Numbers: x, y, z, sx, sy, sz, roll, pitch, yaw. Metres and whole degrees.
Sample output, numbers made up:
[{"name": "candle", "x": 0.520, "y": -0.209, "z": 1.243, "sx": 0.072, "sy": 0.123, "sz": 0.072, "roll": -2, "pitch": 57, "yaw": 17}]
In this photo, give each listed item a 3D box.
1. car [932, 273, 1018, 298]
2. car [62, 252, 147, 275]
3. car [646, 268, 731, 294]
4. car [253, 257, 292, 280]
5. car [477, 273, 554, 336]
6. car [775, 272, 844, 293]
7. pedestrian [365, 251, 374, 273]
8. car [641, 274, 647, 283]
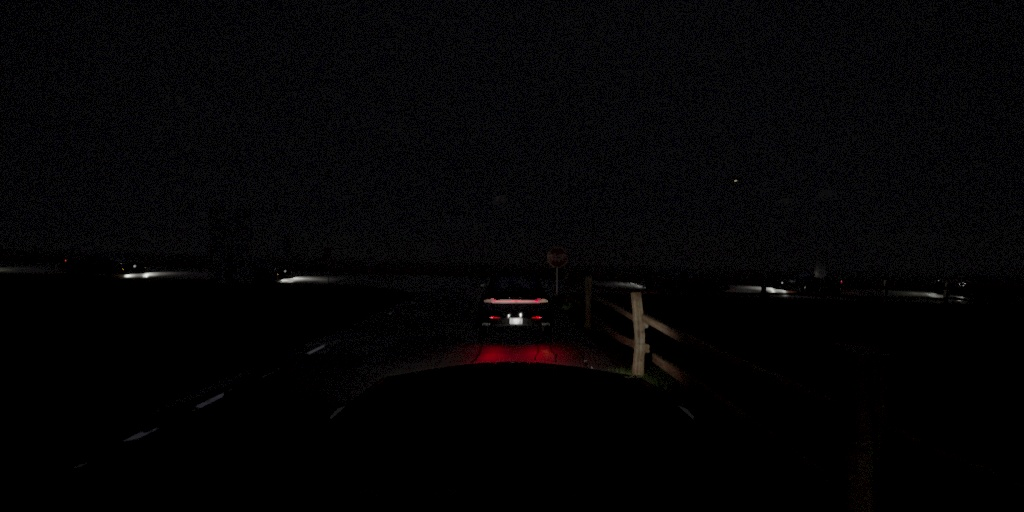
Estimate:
[{"name": "car", "x": 35.138, "y": 2.111, "z": 27.283, "sx": 4.553, "sy": 1.767, "sz": 2.097, "roll": 2, "pitch": 3, "yaw": 0}, {"name": "car", "x": -27.783, "y": 0.458, "z": 24.519, "sx": 4.181, "sy": 1.385, "sz": 1.994, "roll": 2, "pitch": 3, "yaw": 0}, {"name": "car", "x": 12.235, "y": 1.688, "z": 24.450, "sx": 4.902, "sy": 1.511, "sz": 2.128, "roll": 2, "pitch": 3, "yaw": 0}, {"name": "car", "x": -17.478, "y": 0.801, "z": 24.493, "sx": 4.181, "sy": 1.385, "sz": 1.994, "roll": 2, "pitch": 3, "yaw": 0}, {"name": "car", "x": 0.075, "y": 1.220, "z": 10.328, "sx": 2.128, "sy": 1.511, "sz": 4.902, "roll": 0, "pitch": 0, "yaw": 0}, {"name": "car", "x": 22.609, "y": 1.943, "z": 27.335, "sx": 4.181, "sy": 1.385, "sz": 1.994, "roll": 2, "pitch": 3, "yaw": 0}, {"name": "pedestrian", "x": -12.093, "y": 0.482, "z": 30.436, "sx": 0.375, "sy": 1.860, "sz": 0.375, "roll": 0, "pitch": 1, "yaw": 0}, {"name": "car", "x": 12.674, "y": 1.616, "z": 27.363, "sx": 5.357, "sy": 1.411, "sz": 2.033, "roll": 2, "pitch": 3, "yaw": 0}]
